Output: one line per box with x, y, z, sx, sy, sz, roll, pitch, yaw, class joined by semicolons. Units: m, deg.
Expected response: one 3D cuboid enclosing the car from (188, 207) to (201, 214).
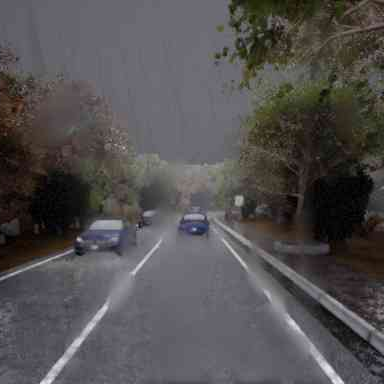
0.559;3.893;71.423;1.837;1.490;4.892;1;-2;14;car

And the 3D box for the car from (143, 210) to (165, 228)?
-3.492;2.349;29.588;1.882;1.535;5.008;0;-2;1;car

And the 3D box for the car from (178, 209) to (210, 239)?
0.136;2.044;21.209;1.882;1.535;5.008;0;-2;0;car

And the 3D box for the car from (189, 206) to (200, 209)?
0.451;2.996;44.867;1.994;1.385;4.181;0;-2;1;car

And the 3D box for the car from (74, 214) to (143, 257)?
-3.562;1.845;14.537;1.812;1.442;4.674;0;-2;0;car
